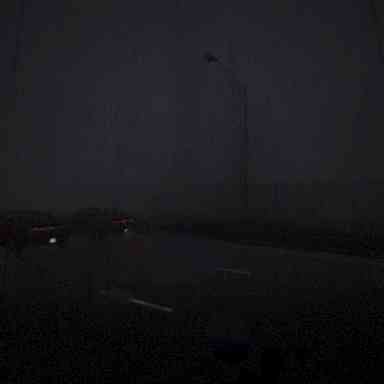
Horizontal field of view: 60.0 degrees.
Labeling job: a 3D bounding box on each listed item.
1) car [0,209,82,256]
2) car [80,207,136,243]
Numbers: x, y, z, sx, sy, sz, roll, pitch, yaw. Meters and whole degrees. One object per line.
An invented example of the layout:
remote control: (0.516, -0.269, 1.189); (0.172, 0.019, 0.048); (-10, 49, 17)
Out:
car: (-6.855, 1.491, 13.114); (4.902, 1.511, 2.128); (0, 0, 36)
car: (-4.824, 1.491, 15.965); (4.902, 1.511, 2.128); (0, 0, 36)
